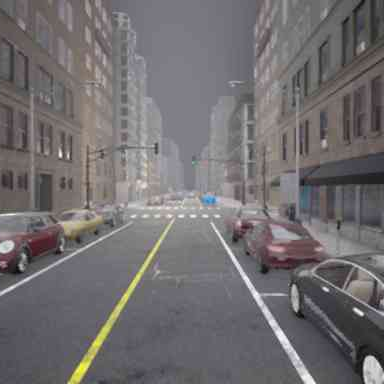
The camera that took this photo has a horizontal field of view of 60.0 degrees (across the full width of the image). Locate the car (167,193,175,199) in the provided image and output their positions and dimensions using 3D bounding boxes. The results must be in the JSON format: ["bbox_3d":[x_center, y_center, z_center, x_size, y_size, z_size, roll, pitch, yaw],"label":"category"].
[{"bbox_3d":[-5.526,0.999,87.955,1.947,1.339,4.313,0,0,0],"label":"car"}]

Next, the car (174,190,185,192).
[{"bbox_3d":[-2.875,0.911,79.634,1.882,1.535,5.008,0,0,0],"label":"car"}]

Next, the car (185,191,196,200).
[{"bbox_3d":[-0.122,1.033,77.912,2.033,1.411,5.357,0,0,0],"label":"car"}]

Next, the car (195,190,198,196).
[{"bbox_3d":[2.518,0.825,76.608,2.192,1.841,5.009,0,0,0],"label":"car"}]

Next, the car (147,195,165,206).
[{"bbox_3d":[-5.463,1.249,48.182,2.008,1.369,4.403,0,0,0],"label":"car"}]

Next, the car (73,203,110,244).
[{"bbox_3d":[-5.411,1.430,15.413,1.752,1.417,4.829,0,0,0],"label":"car"}]

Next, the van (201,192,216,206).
[{"bbox_3d":[2.562,1.037,48.202,1.690,1.788,3.998,0,0,0],"label":"van"}]

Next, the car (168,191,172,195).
[{"bbox_3d":[-5.498,1.078,70.740,1.752,1.417,4.829,0,0,0],"label":"car"}]

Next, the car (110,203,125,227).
[{"bbox_3d":[-5.420,1.420,21.101,2.008,1.369,4.403,0,0,0],"label":"car"}]

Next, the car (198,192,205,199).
[{"bbox_3d":[2.500,0.871,87.971,1.967,1.590,4.097,0,0,0],"label":"car"}]

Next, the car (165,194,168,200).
[{"bbox_3d":[-5.472,1.207,53.864,1.887,1.381,4.507,0,0,0],"label":"car"}]

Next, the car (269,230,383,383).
[{"bbox_3d":[2.631,1.521,4.567,2.008,1.369,4.403,0,0,0],"label":"car"}]

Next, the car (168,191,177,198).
[{"bbox_3d":[-5.535,0.708,93.634,2.192,1.841,5.009,0,0,0],"label":"car"}]

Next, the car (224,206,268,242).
[{"bbox_3d":[2.614,1.341,15.604,1.967,1.590,4.097,0,0,0],"label":"car"}]

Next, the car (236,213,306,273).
[{"bbox_3d":[2.622,1.518,10.086,1.802,1.307,4.206,0,0,0],"label":"car"}]

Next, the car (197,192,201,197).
[{"bbox_3d":[2.527,1.132,70.929,1.802,1.307,4.206,0,0,0],"label":"car"}]

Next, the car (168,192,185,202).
[{"bbox_3d":[-2.874,1.165,63.285,1.994,1.385,4.181,0,0,1],"label":"car"}]

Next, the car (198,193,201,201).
[{"bbox_3d":[2.544,1.207,59.566,1.802,1.307,4.206,0,0,0],"label":"car"}]

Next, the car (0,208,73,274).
[{"bbox_3d":[-5.403,1.378,10.065,1.967,1.590,4.097,0,0,0],"label":"car"}]
